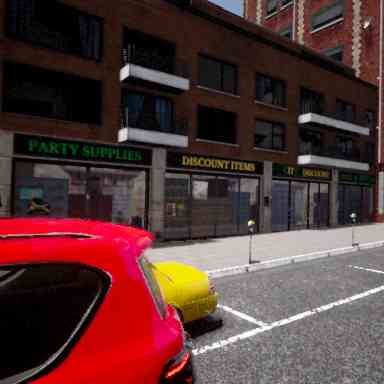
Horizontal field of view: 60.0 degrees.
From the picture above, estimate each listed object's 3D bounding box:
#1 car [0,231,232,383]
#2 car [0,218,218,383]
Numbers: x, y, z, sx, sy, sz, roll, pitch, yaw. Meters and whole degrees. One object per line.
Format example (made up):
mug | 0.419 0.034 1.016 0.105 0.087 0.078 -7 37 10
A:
car | -1.844 1.526 4.755 4.829 1.417 1.752 0 2 -35
car | -2.537 1.220 1.265 5.566 2.045 2.150 0 0 -35
